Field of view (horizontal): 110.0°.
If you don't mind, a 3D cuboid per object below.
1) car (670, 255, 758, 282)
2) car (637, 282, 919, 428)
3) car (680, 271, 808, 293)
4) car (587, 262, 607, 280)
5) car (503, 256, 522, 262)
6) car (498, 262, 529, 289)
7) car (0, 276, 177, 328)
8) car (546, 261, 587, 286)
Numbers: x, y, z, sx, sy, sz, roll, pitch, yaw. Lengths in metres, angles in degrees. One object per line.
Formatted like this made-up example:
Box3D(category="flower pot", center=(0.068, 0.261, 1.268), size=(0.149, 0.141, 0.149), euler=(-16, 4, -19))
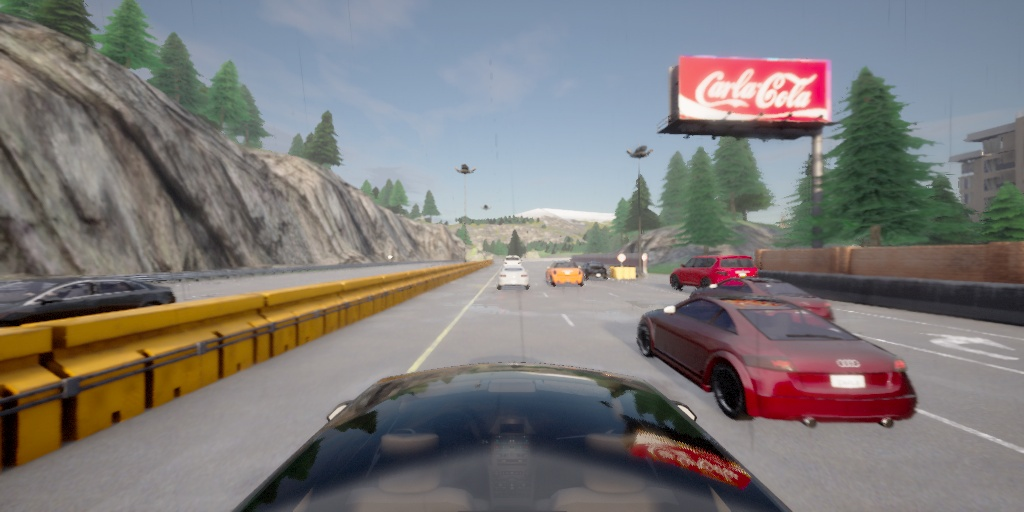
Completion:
Box3D(category="car", center=(10.592, 0.987, 19.182), size=(2.150, 2.045, 5.566), euler=(0, 0, -1))
Box3D(category="car", center=(3.602, 1.318, 5.850), size=(1.994, 1.385, 4.181), euler=(0, 0, 0))
Box3D(category="car", center=(7.100, 1.323, 10.726), size=(1.994, 1.385, 4.181), euler=(0, 0, 0))
Box3D(category="car", center=(7.078, 1.284, 31.817), size=(1.837, 1.490, 4.892), euler=(0, 0, 0))
Box3D(category="car", center=(0.062, 1.013, 45.127), size=(2.150, 2.045, 5.566), euler=(0, 0, 0))
Box3D(category="car", center=(0.089, 1.295, 22.908), size=(1.812, 1.442, 4.674), euler=(0, 0, 0))
Box3D(category="car", center=(-10.570, 1.248, 8.248), size=(2.128, 1.511, 4.902), euler=(0, 0, 0))
Box3D(category="car", center=(3.586, 1.123, 25.291), size=(2.097, 1.767, 4.553), euler=(0, 0, 0))
